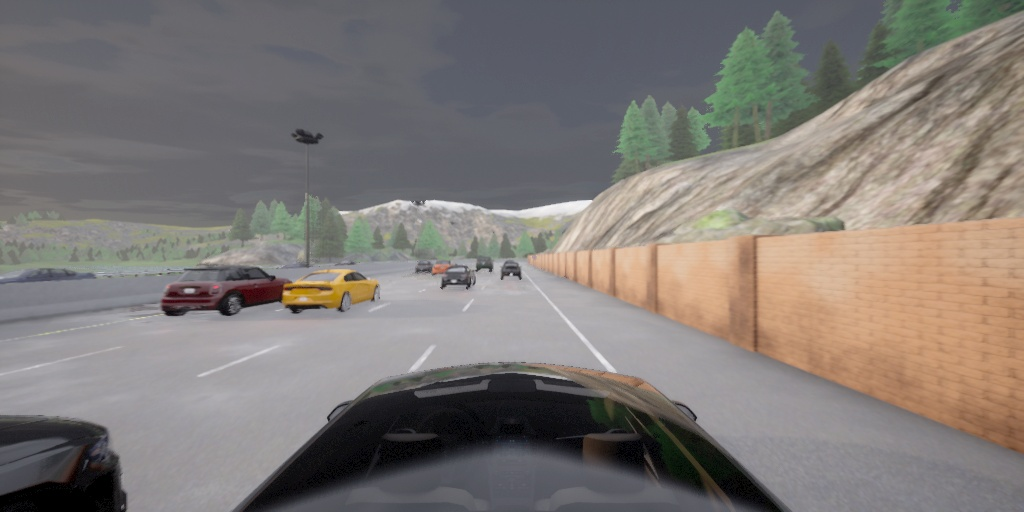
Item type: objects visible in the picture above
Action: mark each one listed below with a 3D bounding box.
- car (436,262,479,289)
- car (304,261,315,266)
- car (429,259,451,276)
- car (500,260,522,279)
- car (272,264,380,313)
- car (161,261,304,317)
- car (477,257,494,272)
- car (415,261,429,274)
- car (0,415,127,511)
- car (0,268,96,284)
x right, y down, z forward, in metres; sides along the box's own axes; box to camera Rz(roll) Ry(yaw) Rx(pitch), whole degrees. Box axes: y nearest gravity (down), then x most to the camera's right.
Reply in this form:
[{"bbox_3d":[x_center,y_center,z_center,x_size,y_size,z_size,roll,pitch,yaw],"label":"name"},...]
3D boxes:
[{"bbox_3d":[-3.501,1.341,23.778,1.812,1.442,4.674,0,0,0],"label":"car"},{"bbox_3d":[-21.173,1.455,35.135,1.994,1.385,4.181,0,0,-1],"label":"car"},{"bbox_3d":[-7.110,1.213,38.619,2.097,1.767,4.553,0,0,0],"label":"car"},{"bbox_3d":[-0.077,1.336,33.560,1.837,1.490,4.892,0,0,0],"label":"car"},{"bbox_3d":[-6.927,1.278,14.344,1.882,1.535,5.008,0,0,0],"label":"car"},{"bbox_3d":[-10.432,1.159,13.704,2.097,1.767,4.553,0,0,0],"label":"car"},{"bbox_3d":[-3.686,1.100,48.888,2.150,2.045,5.566,0,0,0],"label":"car"},{"bbox_3d":[-10.651,1.378,44.700,2.128,1.511,4.902,0,0,0],"label":"car"},{"bbox_3d":[-3.402,1.247,0.248,2.128,1.511,4.902,0,0,0],"label":"car"},{"bbox_3d":[-28.190,1.421,21.202,2.033,1.411,5.357,0,0,0],"label":"car"}]
